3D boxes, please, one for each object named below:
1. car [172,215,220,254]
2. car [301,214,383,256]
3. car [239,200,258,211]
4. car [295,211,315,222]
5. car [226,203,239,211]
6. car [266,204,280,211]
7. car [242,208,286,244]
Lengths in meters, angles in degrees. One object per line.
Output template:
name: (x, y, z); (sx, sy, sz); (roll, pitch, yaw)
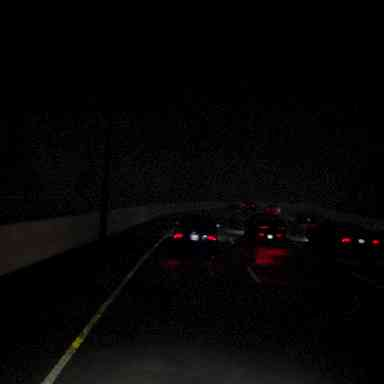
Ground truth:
car: (0.217, 1.721, 14.541); (2.033, 1.411, 5.357); (3, -1, 3)
car: (7.322, 2.175, 16.616); (2.033, 1.411, 5.357); (3, -1, 3)
car: (9.869, 2.440, 56.193); (2.150, 2.045, 5.566); (3, -1, 16)
car: (13.247, 2.832, 38.823); (1.895, 1.301, 4.718); (3, -1, 10)
car: (7.370, 2.668, 59.652); (1.994, 1.385, 4.181); (3, -1, 16)
car: (11.963, 2.619, 49.241); (2.097, 1.767, 4.553); (3, -1, 13)
car: (4.012, 1.956, 18.745); (1.837, 1.490, 4.892); (3, 0, 4)
